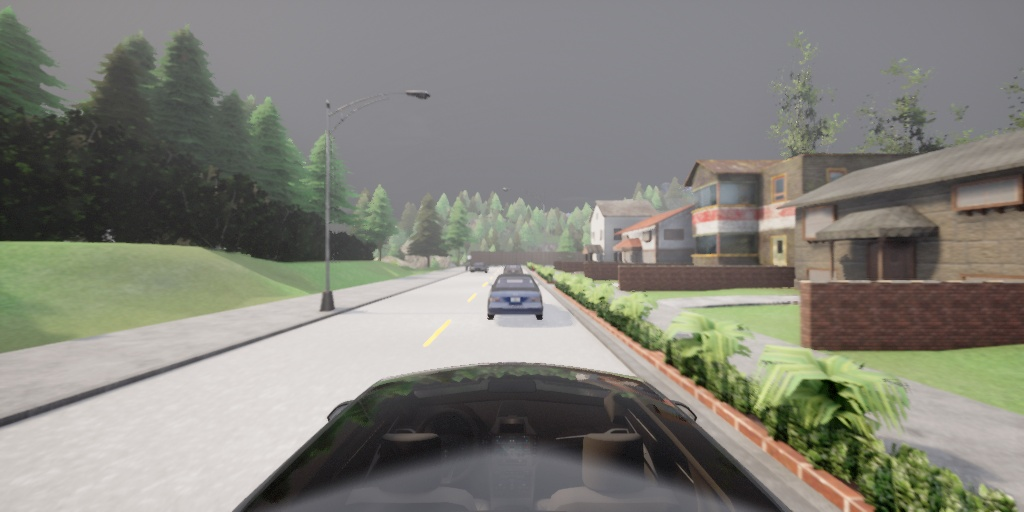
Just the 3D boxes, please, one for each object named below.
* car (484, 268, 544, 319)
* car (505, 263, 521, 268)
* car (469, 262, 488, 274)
[{"bbox_3d":[0.099,1.333,12.988,2.033,1.411,5.357,0,0,0],"label":"car"},{"bbox_3d":[0.097,1.396,33.270,2.033,1.411,5.357,0,0,0],"label":"car"},{"bbox_3d":[-4.038,1.447,44.215,1.994,1.385,4.181,0,0,0],"label":"car"}]
